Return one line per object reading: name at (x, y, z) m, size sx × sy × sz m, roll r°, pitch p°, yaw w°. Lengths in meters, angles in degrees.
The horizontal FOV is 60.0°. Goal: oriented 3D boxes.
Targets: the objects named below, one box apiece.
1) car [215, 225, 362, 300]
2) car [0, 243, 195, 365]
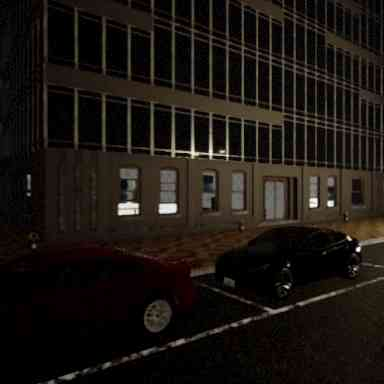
car at (2.577, 1.554, 8.392) m, size 4.313 × 1.339 × 1.947 m, roll 0°, pitch 0°, yaw -35°
car at (-2.058, 1.543, 5.087) m, size 4.507 × 1.381 × 1.887 m, roll 0°, pitch 0°, yaw -35°
